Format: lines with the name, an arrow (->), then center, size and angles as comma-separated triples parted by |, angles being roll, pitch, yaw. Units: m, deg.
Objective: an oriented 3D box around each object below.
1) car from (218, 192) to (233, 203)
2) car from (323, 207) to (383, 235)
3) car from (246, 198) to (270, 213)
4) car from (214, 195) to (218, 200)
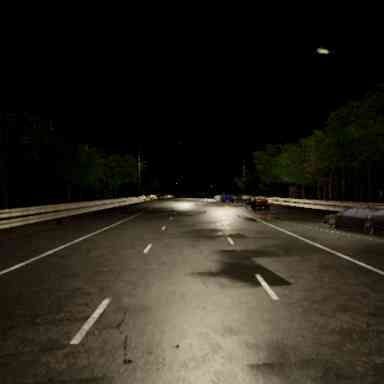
car -> 7.055, 1.118, 67.148 | 2.150, 2.045, 5.566 | 0, 0, 0
car -> 9.717, 1.536, 18.689 | 2.033, 1.411, 5.357 | 0, 0, -13
car -> 7.230, 1.436, 36.750 | 2.128, 1.511, 4.902 | 0, 0, -3
car -> 7.157, 1.528, 91.214 | 1.812, 1.442, 4.674 | 0, 0, 0
